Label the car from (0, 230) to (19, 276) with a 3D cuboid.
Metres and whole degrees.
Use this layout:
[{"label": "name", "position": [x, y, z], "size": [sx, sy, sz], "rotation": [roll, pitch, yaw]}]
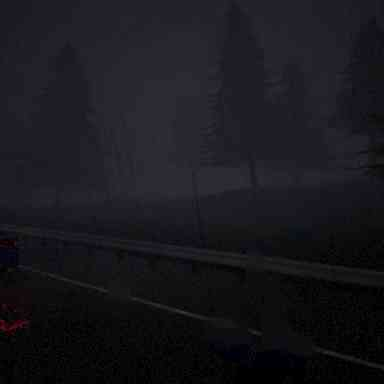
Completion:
[{"label": "car", "position": [-6.638, 1.438, 9.076], "size": [5.008, 1.535, 1.882], "rotation": [0, 0, 38]}]
